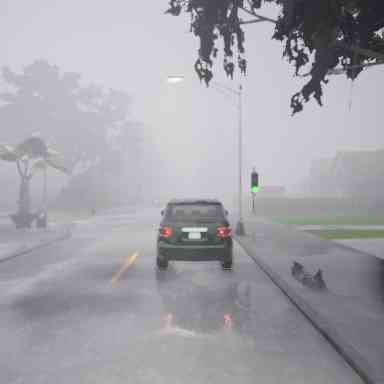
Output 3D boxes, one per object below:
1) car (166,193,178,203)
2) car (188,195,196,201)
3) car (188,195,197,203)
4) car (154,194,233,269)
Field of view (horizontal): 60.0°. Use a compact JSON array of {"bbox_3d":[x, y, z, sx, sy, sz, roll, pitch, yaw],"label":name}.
[{"bbox_3d":[-3.992,1.176,68.191,2.150,2.045,5.566,0,0,0],"label":"car"},{"bbox_3d":[0.010,1.444,82.903,1.837,1.490,4.892,0,0,0],"label":"car"},{"bbox_3d":[0.009,1.477,69.760,1.812,1.442,4.674,0,0,0],"label":"car"},{"bbox_3d":[0.085,1.214,11.225,2.150,2.045,5.566,0,0,0],"label":"car"}]
